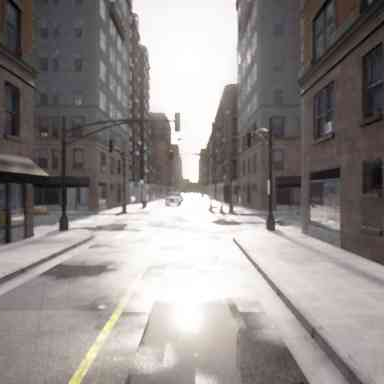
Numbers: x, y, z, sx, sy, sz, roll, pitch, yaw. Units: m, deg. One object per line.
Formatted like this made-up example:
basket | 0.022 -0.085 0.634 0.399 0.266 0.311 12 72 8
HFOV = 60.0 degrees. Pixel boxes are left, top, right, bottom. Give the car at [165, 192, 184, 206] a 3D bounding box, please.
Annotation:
car | -2.816 1.032 49.811 2.150 2.045 5.566 0 0 1

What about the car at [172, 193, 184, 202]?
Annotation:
car | -2.748 1.098 66.076 2.097 1.767 4.553 0 0 0

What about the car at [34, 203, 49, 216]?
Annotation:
car | -15.247 1.424 29.346 4.829 1.417 1.752 0 0 0

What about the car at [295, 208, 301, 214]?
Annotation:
car | 11.636 1.449 29.306 4.829 1.417 1.752 0 0 0
